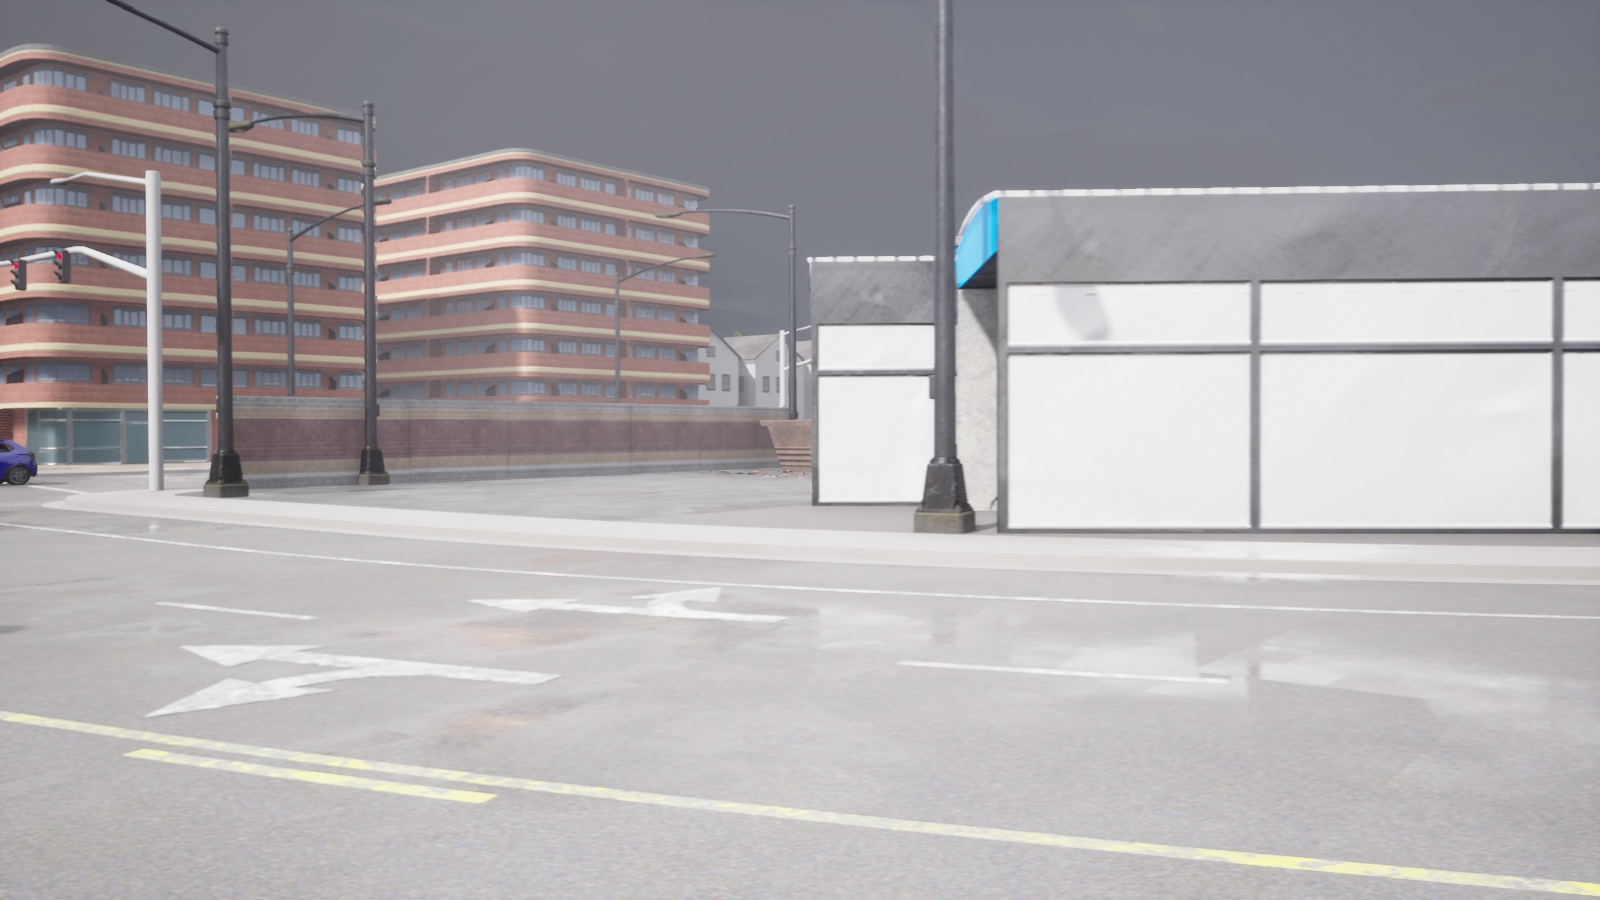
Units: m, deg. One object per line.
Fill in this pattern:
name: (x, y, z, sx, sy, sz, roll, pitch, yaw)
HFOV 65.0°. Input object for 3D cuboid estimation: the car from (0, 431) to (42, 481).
car: (-25.078, 0.166, 37.099, 1.816, 1.474, 4.193, 1, 1, 35)
